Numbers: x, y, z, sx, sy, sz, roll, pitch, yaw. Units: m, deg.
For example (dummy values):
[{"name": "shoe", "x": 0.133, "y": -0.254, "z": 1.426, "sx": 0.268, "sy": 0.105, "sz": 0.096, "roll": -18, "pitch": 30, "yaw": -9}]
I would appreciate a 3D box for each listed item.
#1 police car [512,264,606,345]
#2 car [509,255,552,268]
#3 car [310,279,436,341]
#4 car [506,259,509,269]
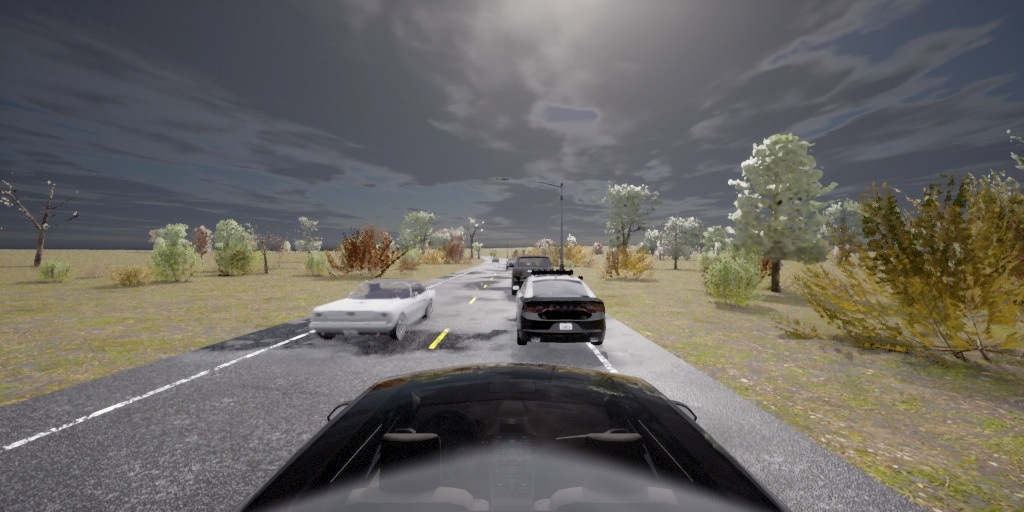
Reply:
[{"name": "police car", "x": 1.054, "y": 1.170, "z": 9.592, "sx": 1.930, "sy": 1.638, "sz": 5.238, "roll": 0, "pitch": 0, "yaw": 0}, {"name": "car", "x": 1.057, "y": 0.957, "z": 19.512, "sx": 2.150, "sy": 2.045, "sz": 5.566, "roll": 0, "pitch": 0, "yaw": 0}, {"name": "car", "x": -3.497, "y": 1.345, "z": 9.969, "sx": 1.895, "sy": 1.301, "sz": 4.718, "roll": 0, "pitch": 0, "yaw": 0}, {"name": "car", "x": 0.075, "y": 1.209, "z": 52.232, "sx": 2.033, "sy": 1.411, "sz": 5.357, "roll": 0, "pitch": 0, "yaw": 1}]
